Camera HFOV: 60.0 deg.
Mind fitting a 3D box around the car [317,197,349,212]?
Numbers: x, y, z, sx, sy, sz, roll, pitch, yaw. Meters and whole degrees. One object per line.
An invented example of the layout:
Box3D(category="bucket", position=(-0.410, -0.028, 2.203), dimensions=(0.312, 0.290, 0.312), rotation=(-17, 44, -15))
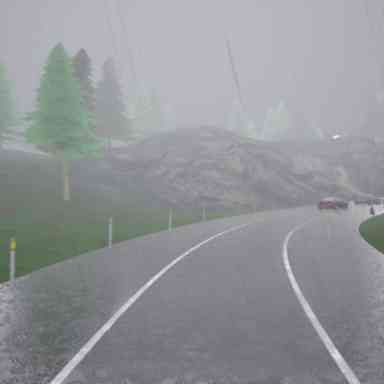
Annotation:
Box3D(category="car", position=(15.733, 1.273, 36.958), dimensions=(5.008, 1.535, 1.882), rotation=(-2, 2, -44))

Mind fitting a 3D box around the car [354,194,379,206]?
Box3D(category="car", position=(23.264, 0.989, 44.280), dimensions=(4.902, 1.511, 2.128), rotation=(-3, 2, -42))
